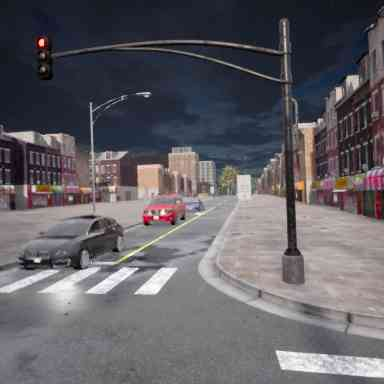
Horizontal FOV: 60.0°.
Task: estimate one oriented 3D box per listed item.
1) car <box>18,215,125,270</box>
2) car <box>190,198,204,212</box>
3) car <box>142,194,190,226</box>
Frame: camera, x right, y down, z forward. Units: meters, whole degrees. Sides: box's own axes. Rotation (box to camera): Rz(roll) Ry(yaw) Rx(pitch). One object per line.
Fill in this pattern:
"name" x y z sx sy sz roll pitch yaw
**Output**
"car" -3.879 1.614 11.536 1.837 1.490 4.892 -2 0 9
"car" 0.175 1.421 36.383 1.812 1.442 4.674 -2 0 9
"car" -1.866 1.221 23.994 2.150 2.045 5.566 -2 1 9
